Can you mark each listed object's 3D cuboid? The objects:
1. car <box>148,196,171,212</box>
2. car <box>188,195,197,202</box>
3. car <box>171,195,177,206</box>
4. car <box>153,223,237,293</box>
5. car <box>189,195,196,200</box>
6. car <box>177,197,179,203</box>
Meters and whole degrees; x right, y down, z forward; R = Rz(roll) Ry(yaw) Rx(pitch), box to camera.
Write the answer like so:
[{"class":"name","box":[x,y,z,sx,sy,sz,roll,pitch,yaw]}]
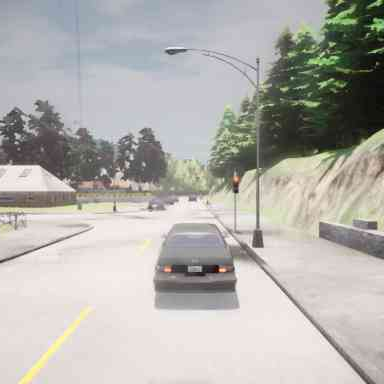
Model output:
[{"class":"car","box":[-4.073,1.492,39.633,2.128,1.511,4.902,0,0,1]},{"class":"car","box":[0.137,1.516,75.751,2.128,1.511,4.902,0,0,0]},{"class":"car","box":[-3.992,1.564,54.518,1.994,1.385,4.181,0,0,0]},{"class":"car","box":[0.075,1.547,8.997,2.033,1.411,5.357,0,0,0]},{"class":"car","box":[0.156,1.408,86.111,1.812,1.442,4.674,0,0,0]},{"class":"car","box":[-3.872,1.477,70.586,1.882,1.535,5.008,0,0,0]}]
